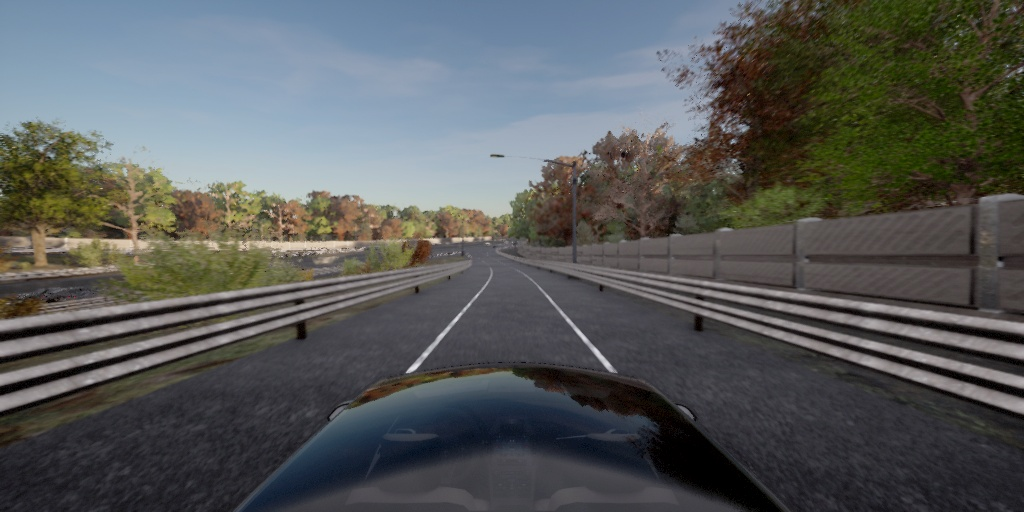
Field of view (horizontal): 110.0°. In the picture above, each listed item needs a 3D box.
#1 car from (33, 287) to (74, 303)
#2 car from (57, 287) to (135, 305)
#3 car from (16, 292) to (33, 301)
[{"bbox_3d":[-43.085,3.812,35.758,1.837,1.490,4.892,1,4,15],"label":"car"},{"bbox_3d":[-39.688,3.864,34.918,2.128,1.511,4.902,1,4,15],"label":"car"},{"bbox_3d":[-46.490,3.839,36.592,1.895,1.301,4.718,1,4,15],"label":"car"}]
